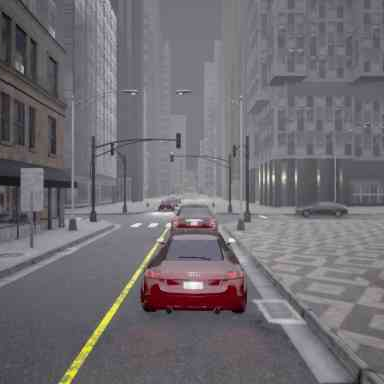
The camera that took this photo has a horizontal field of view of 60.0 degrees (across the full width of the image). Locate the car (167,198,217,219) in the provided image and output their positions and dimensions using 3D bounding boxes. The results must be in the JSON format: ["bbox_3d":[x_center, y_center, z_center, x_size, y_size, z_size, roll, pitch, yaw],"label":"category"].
[{"bbox_3d":[0.150,1.356,16.307,2.097,1.767,4.553,0,0,2],"label":"car"}]

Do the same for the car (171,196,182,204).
[{"bbox_3d":[-3.049,1.577,64.942,1.812,1.442,4.674,0,0,0],"label":"car"}]

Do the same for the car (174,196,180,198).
[{"bbox_3d":[-3.095,1.582,51.834,2.033,1.411,5.357,0,0,0],"label":"car"}]

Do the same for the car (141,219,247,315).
[{"bbox_3d":[0.083,1.565,7.686,1.994,1.385,4.181,0,0,2],"label":"car"}]

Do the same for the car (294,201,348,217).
[{"bbox_3d":[11.740,1.544,30.358,4.674,1.442,1.812,0,0,1],"label":"car"}]

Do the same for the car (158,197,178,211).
[{"bbox_3d":[-3.099,1.624,41.313,1.895,1.301,4.718,0,0,0],"label":"car"}]
